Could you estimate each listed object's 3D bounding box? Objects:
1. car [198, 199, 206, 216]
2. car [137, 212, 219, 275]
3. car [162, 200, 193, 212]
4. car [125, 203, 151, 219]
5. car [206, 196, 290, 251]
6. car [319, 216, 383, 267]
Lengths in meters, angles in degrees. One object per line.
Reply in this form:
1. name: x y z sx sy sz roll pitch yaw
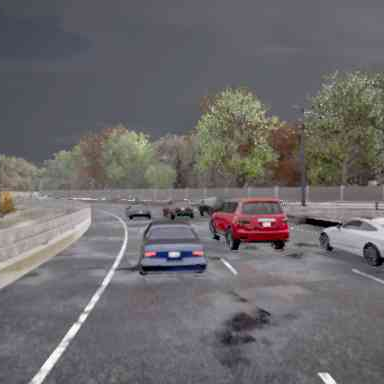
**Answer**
1. car: 2.291 1.365 30.783 2.150 2.045 5.566 0 0 -16
2. car: -0.712 1.602 10.702 2.033 1.411 5.357 0 0 -6
3. car: -1.384 1.505 30.773 2.097 1.767 4.553 0 0 -16
4. car: -5.069 1.725 30.835 1.994 1.385 4.181 0 0 -17
5. car: 2.309 1.287 14.649 2.150 2.045 5.566 0 0 -8
6. car: 6.224 1.569 11.531 1.812 1.442 4.674 0 0 -6
